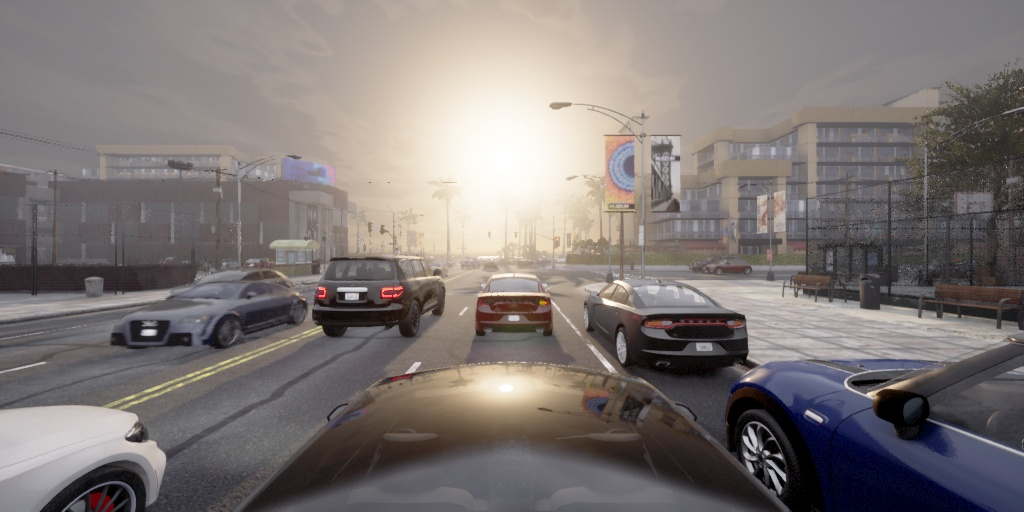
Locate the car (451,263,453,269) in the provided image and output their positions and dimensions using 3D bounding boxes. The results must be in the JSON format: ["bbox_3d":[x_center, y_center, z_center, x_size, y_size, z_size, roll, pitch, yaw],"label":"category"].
[{"bbox_3d":[-7.107,1.297,33.119,2.033,1.411,5.357,0,0,0],"label":"car"}]

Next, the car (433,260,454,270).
[{"bbox_3d":[-10.301,1.350,54.156,1.895,1.301,4.718,0,0,4],"label":"car"}]

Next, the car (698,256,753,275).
[{"bbox_3d":[23.158,1.102,38.646,4.553,1.767,2.097,0,0,0],"label":"car"}]

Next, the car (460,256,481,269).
[{"bbox_3d":[-6.672,0.970,57.274,2.150,2.045,5.566,0,0,7],"label":"car"}]

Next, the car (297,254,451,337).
[{"bbox_3d":[-3.441,0.971,10.435,2.150,2.045,5.566,0,0,0],"label":"car"}]

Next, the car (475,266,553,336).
[{"bbox_3d":[0.060,1.228,10.423,1.882,1.535,5.008,0,0,0],"label":"car"}]

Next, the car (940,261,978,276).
[{"bbox_3d":[45.167,1.255,35.252,4.892,1.490,1.837,0,0,-1],"label":"car"}]

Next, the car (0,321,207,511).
[{"bbox_3d":[-3.410,1.276,0.597,1.812,1.442,4.674,0,0,0],"label":"car"}]

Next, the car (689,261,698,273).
[{"bbox_3d":[23.905,0.971,42.161,5.566,2.045,2.150,0,0,0],"label":"car"}]

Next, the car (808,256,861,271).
[{"bbox_3d":[38.186,0.971,42.237,5.566,2.045,2.150,0,0,1],"label":"car"}]

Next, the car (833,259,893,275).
[{"bbox_3d":[38.018,1.297,38.750,5.357,1.411,2.033,0,0,0],"label":"car"}]

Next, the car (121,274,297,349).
[{"bbox_3d":[-7.103,1.314,9.007,1.994,1.385,4.181,0,0,0],"label":"car"}]

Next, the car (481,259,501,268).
[{"bbox_3d":[-3.215,1.255,53.612,1.837,1.490,4.892,-2,0,-7],"label":"car"}]

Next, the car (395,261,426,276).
[{"bbox_3d":[-10.591,1.254,37.726,1.837,1.490,4.892,0,0,0],"label":"car"}]

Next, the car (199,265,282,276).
[{"bbox_3d":[-10.604,1.255,13.941,1.837,1.490,4.892,0,0,0],"label":"car"}]

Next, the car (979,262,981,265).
[{"bbox_3d":[45.170,1.102,31.752,4.553,1.767,2.097,0,0,-1],"label":"car"}]
